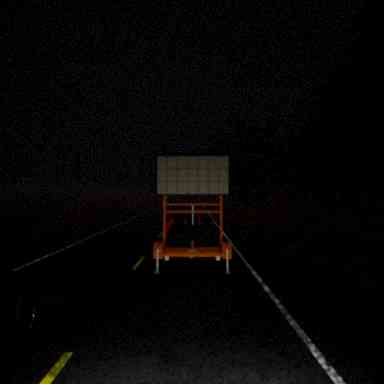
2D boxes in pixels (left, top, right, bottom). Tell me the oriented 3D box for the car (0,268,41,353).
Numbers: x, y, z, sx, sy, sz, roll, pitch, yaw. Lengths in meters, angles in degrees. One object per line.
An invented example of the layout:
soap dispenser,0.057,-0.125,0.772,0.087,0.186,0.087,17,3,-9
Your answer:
car,-3.492,1.587,3.801,1.994,1.385,4.181,0,0,0

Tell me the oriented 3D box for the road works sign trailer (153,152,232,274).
road works sign trailer,0.031,0.520,10.811,2.380,3.560,2.880,0,0,1
